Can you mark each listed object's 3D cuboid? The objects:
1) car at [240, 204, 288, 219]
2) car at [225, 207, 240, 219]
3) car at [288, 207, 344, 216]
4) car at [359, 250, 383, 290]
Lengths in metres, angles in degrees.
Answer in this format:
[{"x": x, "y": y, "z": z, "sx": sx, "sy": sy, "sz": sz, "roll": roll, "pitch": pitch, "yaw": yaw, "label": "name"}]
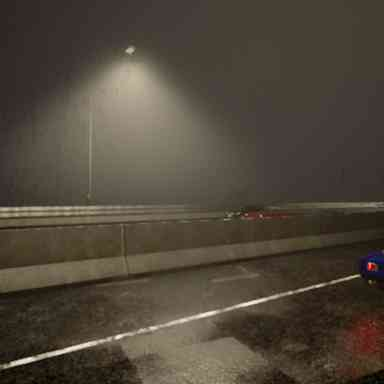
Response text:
[{"x": 6.229, "y": 1.802, "z": 25.465, "sx": 4.718, "sy": 1.301, "sz": 1.895, "roll": 1, "pitch": 0, "yaw": -35, "label": "car"}, {"x": 5.042, "y": 1.737, "z": 28.898, "sx": 4.674, "sy": 1.442, "sz": 1.812, "roll": 1, "pitch": 0, "yaw": -35, "label": "car"}, {"x": 9.041, "y": 1.776, "z": 23.151, "sx": 4.181, "sy": 1.385, "sz": 1.994, "roll": 1, "pitch": 0, "yaw": -35, "label": "car"}, {"x": 6.155, "y": 1.700, "z": 8.086, "sx": 4.718, "sy": 1.301, "sz": 1.895, "roll": 1, "pitch": 0, "yaw": -35, "label": "car"}]
